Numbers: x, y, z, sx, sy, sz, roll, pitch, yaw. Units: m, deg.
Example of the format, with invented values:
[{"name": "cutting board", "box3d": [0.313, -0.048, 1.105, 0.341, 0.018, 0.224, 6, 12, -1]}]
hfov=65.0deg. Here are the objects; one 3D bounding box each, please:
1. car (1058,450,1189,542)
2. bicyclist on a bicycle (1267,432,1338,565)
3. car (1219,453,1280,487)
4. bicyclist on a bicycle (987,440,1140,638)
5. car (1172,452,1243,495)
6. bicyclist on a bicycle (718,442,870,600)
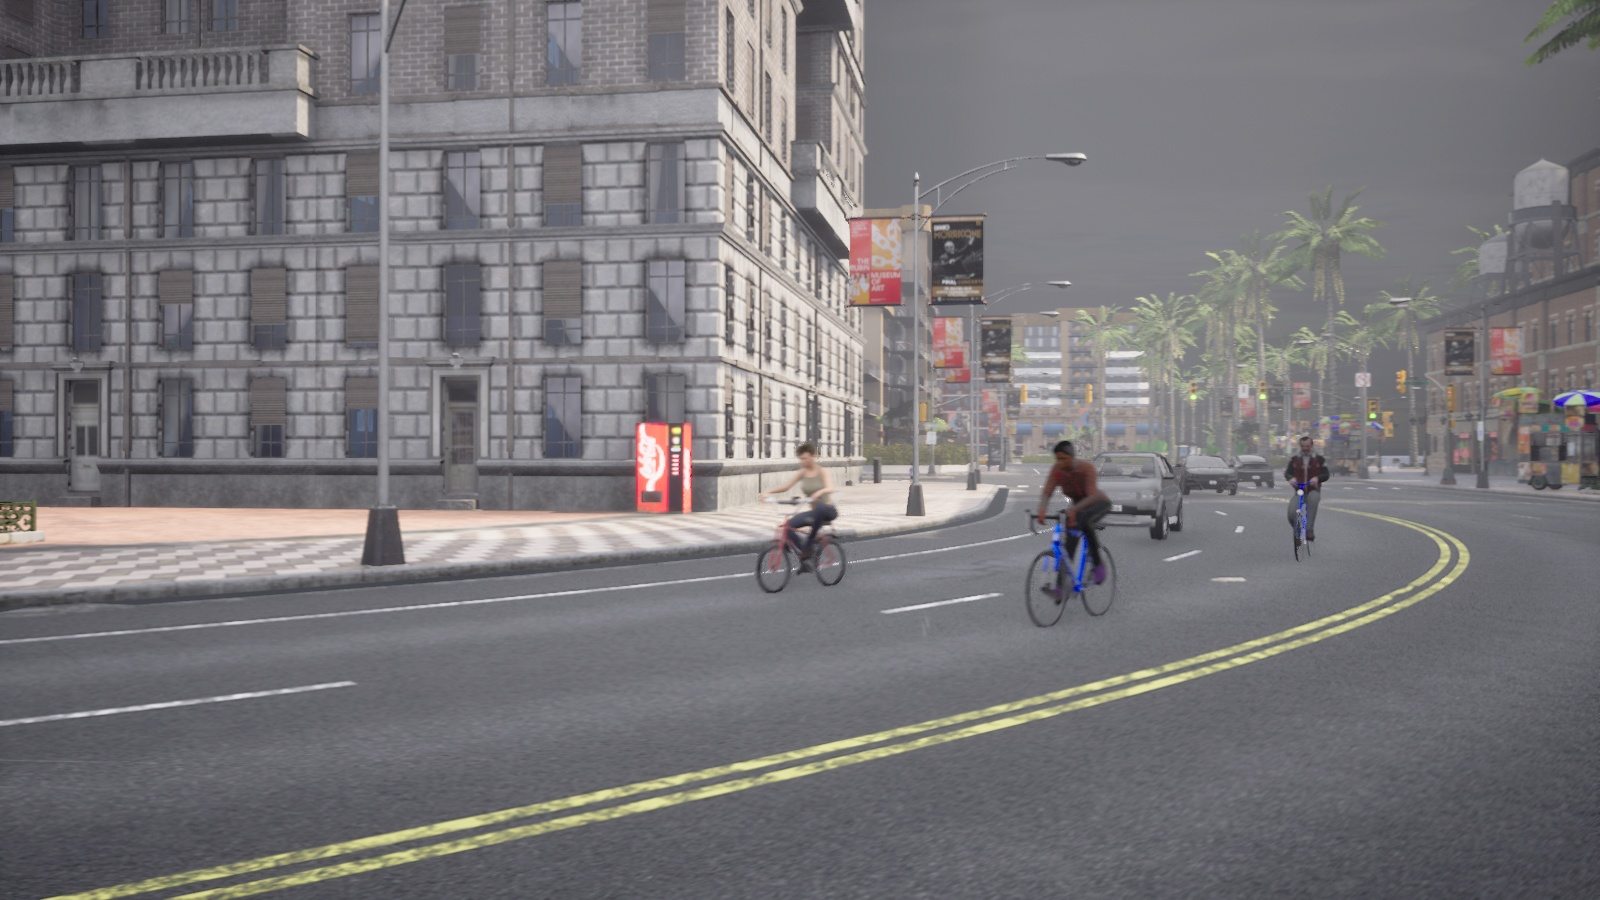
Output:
[{"name": "car", "box3d": [6.032, 0.786, 23.144, 1.789, 1.549, 3.705, 0, 0, 23]}, {"name": "bicyclist on a bicycle", "box3d": [7.108, 0.657, 17.702, 0.659, 1.776, 1.843, -1, -1, 30]}, {"name": "car", "box3d": [20.707, 0.891, 58.054, 1.837, 1.490, 4.892, 0, 0, 10]}, {"name": "bicyclist on a bicycle", "box3d": [2.360, 0.730, 11.115, 0.582, 1.620, 1.656, -1, 0, 40]}, {"name": "car", "box3d": [15.288, 0.842, 47.389, 1.882, 1.535, 5.008, 0, 0, 10]}, {"name": "bicyclist on a bicycle", "box3d": [-0.046, 0.729, 13.664, 0.866, 1.612, 1.509, -1, -1, 41]}]
